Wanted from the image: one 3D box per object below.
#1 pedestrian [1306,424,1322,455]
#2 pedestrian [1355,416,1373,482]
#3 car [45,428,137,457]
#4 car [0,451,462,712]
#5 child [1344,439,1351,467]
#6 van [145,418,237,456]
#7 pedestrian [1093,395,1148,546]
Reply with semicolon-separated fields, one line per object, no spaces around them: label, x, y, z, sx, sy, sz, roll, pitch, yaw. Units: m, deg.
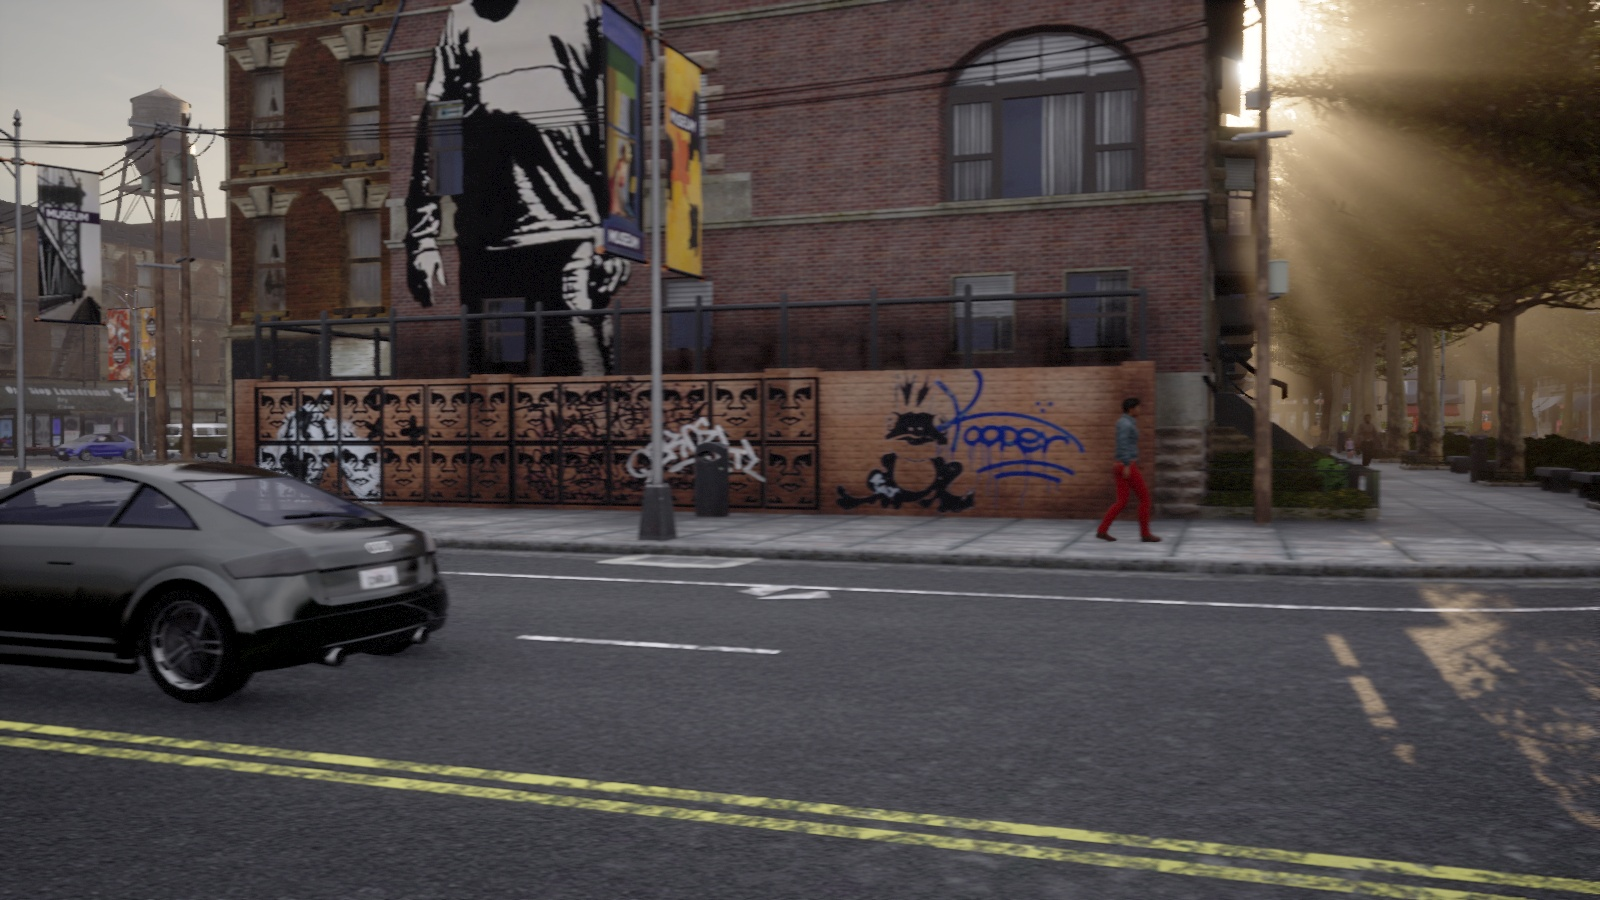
pedestrian;31.508;-0.653;77.006;0.874;1.855;0.900;1;1;21
pedestrian;15.999;-0.037;35.640;0.331;1.846;0.634;0;1;14
car;-38.438;-0.426;68.212;1.816;1.474;4.193;1;1;20
car;-4.686;0.731;8.592;4.181;1.385;1.994;1;1;19
child;22.002;0.124;50.483;0.255;1.110;0.394;1;1;22
van;-34.004;-0.733;70.273;2.069;2.038;4.480;1;1;20
pedestrian;3.956;0.245;15.515;0.614;1.847;0.353;0;1;7
